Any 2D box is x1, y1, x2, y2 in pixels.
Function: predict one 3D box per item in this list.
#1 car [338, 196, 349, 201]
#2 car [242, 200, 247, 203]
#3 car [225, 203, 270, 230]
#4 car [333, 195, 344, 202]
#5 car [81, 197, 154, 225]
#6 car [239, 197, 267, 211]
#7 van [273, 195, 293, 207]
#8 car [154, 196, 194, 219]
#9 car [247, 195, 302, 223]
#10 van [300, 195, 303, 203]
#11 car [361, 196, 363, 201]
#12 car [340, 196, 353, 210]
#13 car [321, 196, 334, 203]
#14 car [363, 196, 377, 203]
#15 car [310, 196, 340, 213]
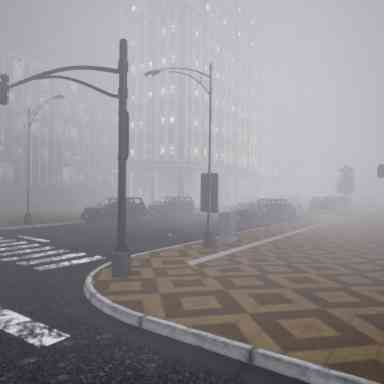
[{"bbox_3d":[39.612,1.622,87.020,1.947,1.339,4.313,1,1,35],"label":"car"},{"bbox_3d":[5.172,1.602,29.299,2.033,1.411,5.357,1,1,35],"label":"car"},{"bbox_3d":[3.299,1.668,22.004,1.802,1.307,4.206,1,0,35],"label":"car"},{"bbox_3d":[36.319,1.570,82.378,1.752,1.417,4.829,1,1,35],"label":"car"},{"bbox_3d":[-5.418,1.274,23.775,2.192,1.841,5.009,1,0,35],"label":"car"},{"bbox_3d":[7.769,1.430,42.252,1.967,1.590,4.097,1,0,35],"label":"car"},{"bbox_3d":[13.948,1.344,50.846,1.690,1.788,3.998,1,0,35],"label":"van"},{"bbox_3d":[-1.755,1.282,28.939,2.192,1.841,5.009,1,0,35],"label":"car"},{"bbox_3d":[6.797,1.409,26.927,2.192,1.841,5.009,1,0,35],"label":"car"},{"bbox_3d":[17.158,1.351,55.370,1.690,1.788,3.998,1,0,35],"label":"van"},{"bbox_3d":[44.102,1.655,84.162,2.128,1.511,4.902,1,1,35],"label":"car"},{"bbox_3d":[20.374,1.436,46.286,2.192,1.841,5.009,1,0,35],"label":"car"},{"bbox_3d":[29.996,1.616,73.469,1.802,1.307,4.206,1,1,35],"label":"car"},{"bbox_3d":[39.634,1.597,73.432,1.967,1.590,4.097,1,1,35],"label":"car"},{"bbox_3d":[15.386,1.427,39.164,2.192,1.841,5.009,1,0,35],"label":"car"}]
